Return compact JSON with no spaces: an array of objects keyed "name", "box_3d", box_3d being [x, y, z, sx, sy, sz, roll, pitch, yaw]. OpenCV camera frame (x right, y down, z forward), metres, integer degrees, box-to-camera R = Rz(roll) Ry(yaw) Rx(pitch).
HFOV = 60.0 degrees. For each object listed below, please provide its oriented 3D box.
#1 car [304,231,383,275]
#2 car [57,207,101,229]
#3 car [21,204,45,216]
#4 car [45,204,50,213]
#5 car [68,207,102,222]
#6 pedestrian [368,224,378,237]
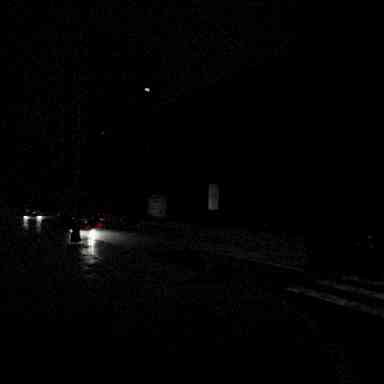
[{"name":"car","box_3d":[5.648,1.769,9.506,1.895,1.301,4.718,2,-2,-35]},{"name":"car","box_3d":[-8.763,1.864,25.131,2.128,1.511,4.902,2,-2,-35]},{"name":"car","box_3d":[-20.408,2.277,42.090,1.837,1.490,4.892,2,-2,-35]},{"name":"car","box_3d":[-23.218,2.552,51.125,2.033,1.411,5.357,2,-2,-34]},{"name":"car","box_3d":[-10.688,2.186,33.067,1.895,1.301,4.718,2,-2,-35]},{"name":"pedestrian","box_3d":[6.951,1.794,12.737,0.500,1.100,0.500,1,-1,-35]}]
